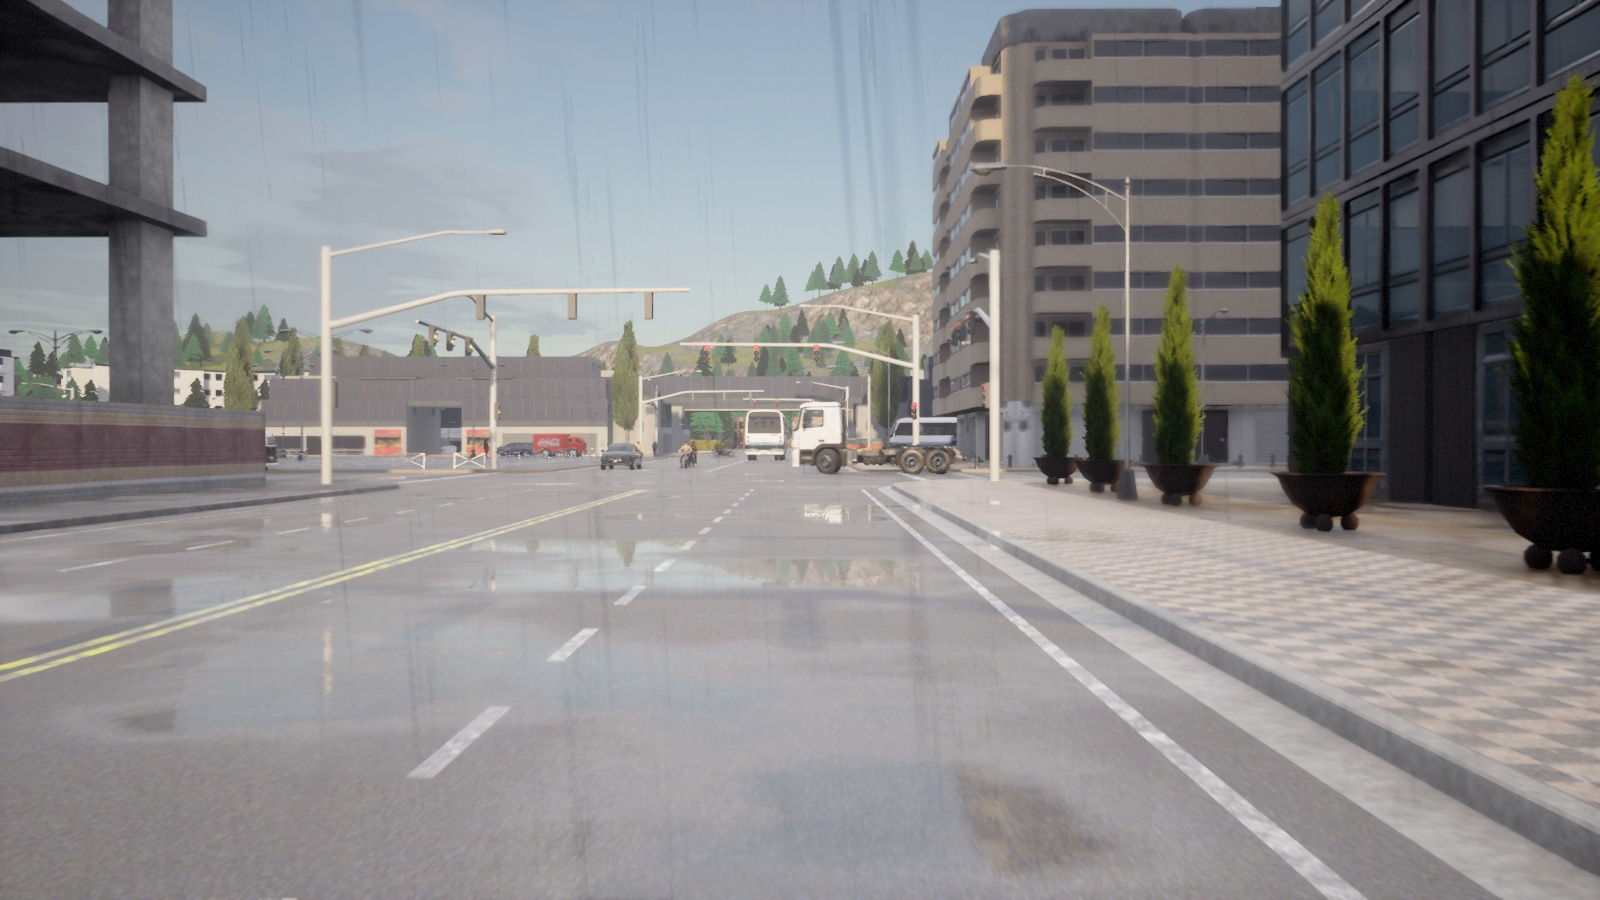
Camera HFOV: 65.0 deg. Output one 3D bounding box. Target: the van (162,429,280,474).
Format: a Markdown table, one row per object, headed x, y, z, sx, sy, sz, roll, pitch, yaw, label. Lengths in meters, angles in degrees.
| x | y | z | sx | sy | sz | roll | pitch | yaw | label |
| --- | --- | --- | --- | --- | --- | --- | --- | --- | --- |
| -26.549 | 0.068 | 57.669 | 4.480 | 2.038 | 2.069 | 0 | 0 | 0 | van |

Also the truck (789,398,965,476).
| x | y | z | sx | sy | sz | roll | pitch | yaw | label |
| --- | --- | --- | --- | --- | --- | --- | --- | --- | --- |
| 3.619 | -0.597 | 58.253 | 7.936 | 3.462 | 2.891 | 0 | 1 | 6 | truck |

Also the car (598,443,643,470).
| x | y | z | sx | sy | sz | roll | pitch | yaw | label |
| --- | --- | --- | --- | --- | --- | --- | --- | --- | --- |
| -10.092 | 0.343 | 70.948 | 1.837 | 1.490 | 4.892 | 0 | 0 | 0 | car |
